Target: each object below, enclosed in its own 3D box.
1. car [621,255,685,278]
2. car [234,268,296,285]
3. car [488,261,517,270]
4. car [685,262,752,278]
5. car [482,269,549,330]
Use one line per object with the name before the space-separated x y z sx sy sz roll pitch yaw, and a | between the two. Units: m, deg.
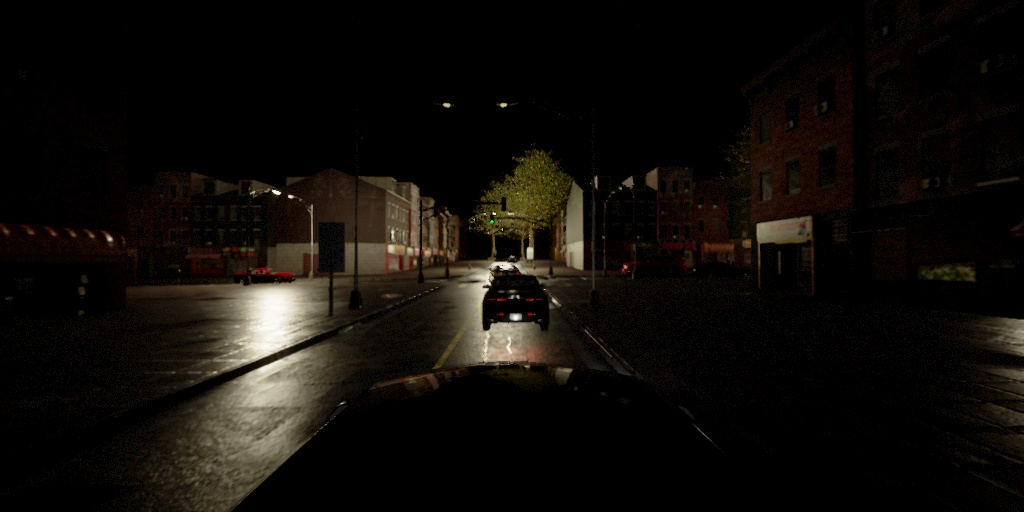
car | 12.807 0.909 32.500 5.566 2.045 2.150 -1 -1 0
car | -20.349 1.690 29.644 4.507 1.381 1.888 0 0 0
car | -0.562 1.325 25.504 2.128 1.511 4.902 0 0 -10
car | 17.232 1.155 29.762 4.313 1.339 1.948 0 0 0
car | 0.098 1.318 11.390 1.837 1.490 4.892 0 -1 0
